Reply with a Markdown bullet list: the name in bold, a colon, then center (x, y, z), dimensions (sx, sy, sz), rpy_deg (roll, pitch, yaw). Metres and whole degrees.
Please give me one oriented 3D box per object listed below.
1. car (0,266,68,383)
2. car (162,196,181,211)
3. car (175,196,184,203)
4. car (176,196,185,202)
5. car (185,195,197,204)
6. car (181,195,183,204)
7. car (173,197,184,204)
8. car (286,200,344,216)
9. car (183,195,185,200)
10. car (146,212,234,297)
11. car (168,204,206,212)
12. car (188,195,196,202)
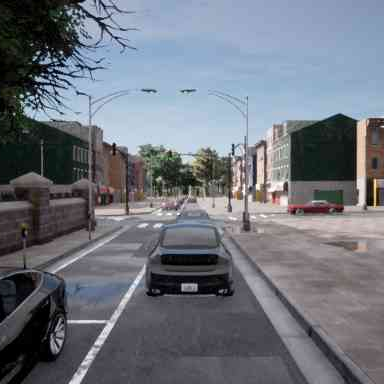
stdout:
- **car**: center (-2.648, 1.565, 3.195), dimensions (1.947, 1.339, 4.313), rpy_deg (-1, 0, 0)
- **car**: center (-2.699, 1.479, 41.515), dimensions (1.967, 1.590, 4.097), rpy_deg (-1, 0, 0)
- **car**: center (-2.739, 1.658, 74.123), dimensions (1.887, 1.381, 4.507), rpy_deg (-1, 0, 0)
- **car**: center (-2.746, 1.693, 79.558), dimensions (1.947, 1.339, 4.313), rpy_deg (-1, 0, 0)
- **car**: center (0.013, 1.591, 68.485), dimensions (2.128, 1.511, 4.902), rpy_deg (0, 0, 0)
- **car**: center (-2.706, 1.489, 46.949), dimensions (1.967, 1.590, 4.097), rpy_deg (-1, 0, 0)
- **car**: center (-2.733, 1.650, 68.688), dimensions (2.008, 1.369, 4.403), rpy_deg (-1, 0, 0)
- **car**: center (10.920, 1.429, 29.802), dimensions (4.718, 1.301, 1.895), rpy_deg (-1, 1, 0)
- **car**: center (-2.726, 1.630, 63.253), dimensions (1.887, 1.381, 4.507), rpy_deg (-1, 0, 0)
- **car**: center (-0.034, 1.506, 8.550), dimensions (1.837, 1.490, 4.892), rpy_deg (0, 0, 0)
- **car**: center (0.079, 1.553, 16.455), dimensions (2.033, 1.411, 5.357), rpy_deg (0, 0, 0)
- **car**: center (-0.103, 1.612, 82.093), dimensions (1.882, 1.535, 5.008), rpy_deg (0, 0, 0)
